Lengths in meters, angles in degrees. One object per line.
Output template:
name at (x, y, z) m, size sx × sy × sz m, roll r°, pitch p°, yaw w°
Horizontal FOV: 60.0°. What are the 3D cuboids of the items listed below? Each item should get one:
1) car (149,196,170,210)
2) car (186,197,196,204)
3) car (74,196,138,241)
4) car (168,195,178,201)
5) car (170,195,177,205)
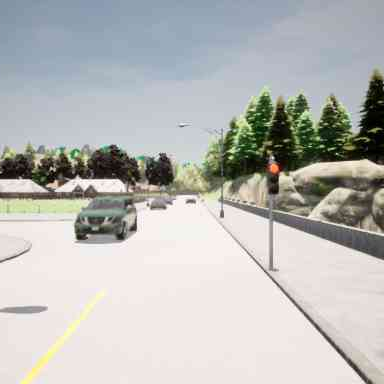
car at (-4.222, 1.526, 42.700) m, size 1.812 × 1.442 × 4.674 m, roll 0°, pitch 0°, yaw -1°
car at (-0.180, 1.601, 63.408) m, size 1.895 × 1.301 × 4.718 m, roll 0°, pitch 0°, yaw 0°
car at (-4.149, 1.220, 17.000) m, size 2.150 × 2.045 × 5.566 m, roll 0°, pitch 0°, yaw 0°
car at (-4.207, 1.358, 72.712) m, size 1.895 × 1.301 × 4.718 m, roll 0°, pitch 0°, yaw 0°
car at (-4.245, 1.547, 57.379) m, size 2.033 × 1.411 × 5.357 m, roll 0°, pitch 0°, yaw 0°
